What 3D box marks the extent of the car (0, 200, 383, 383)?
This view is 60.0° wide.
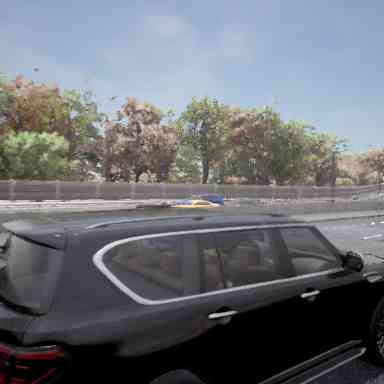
[{"bbox_3d":[0.499,1.222,4.104,5.566,2.045,2.150,0,0,-35],"label":"car"}]

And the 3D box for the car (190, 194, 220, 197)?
[{"bbox_3d":[0.843,1.236,34.683,5.566,2.045,2.150,0,0,-35],"label":"car"}]

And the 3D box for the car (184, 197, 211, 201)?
[{"bbox_3d":[0.211,1.489,29.935,5.008,1.535,1.882,0,0,-35],"label":"car"}]

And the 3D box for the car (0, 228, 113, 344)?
[{"bbox_3d":[-3.833,1.525,5.314,4.674,1.442,1.812,0,0,-35],"label":"car"}]

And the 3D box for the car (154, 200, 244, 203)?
[{"bbox_3d":[0.738,1.355,12.871,4.553,1.767,2.097,0,0,-36],"label":"car"}]

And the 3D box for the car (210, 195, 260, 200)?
[{"bbox_3d":[4.211,1.367,28.488,4.553,1.767,2.097,0,0,-35],"label":"car"}]
